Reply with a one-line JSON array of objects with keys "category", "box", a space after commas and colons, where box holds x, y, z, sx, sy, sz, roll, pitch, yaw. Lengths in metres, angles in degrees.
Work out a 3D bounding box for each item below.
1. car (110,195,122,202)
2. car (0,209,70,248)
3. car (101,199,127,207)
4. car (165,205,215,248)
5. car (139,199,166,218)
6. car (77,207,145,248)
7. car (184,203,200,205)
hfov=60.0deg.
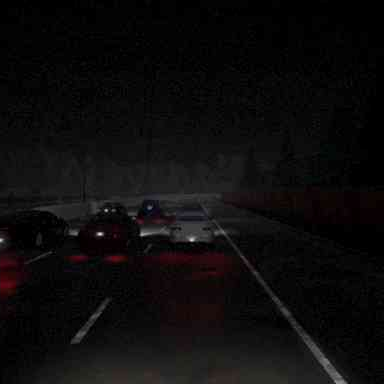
[{"category": "car", "box": [-17.500, 1.512, 76.539, 1.812, 1.442, 4.674, 0, 0, 0]}, {"category": "car", "box": [-7.000, 1.516, 14.650, 1.837, 1.490, 4.892, 0, 0, 0]}, {"category": "car", "box": [-7.000, 1.563, 29.650, 2.033, 1.411, 5.357, 0, 0, 0]}, {"category": "car", "box": [0.000, 1.532, 14.650, 1.812, 1.442, 4.674, 0, 0, 0]}, {"category": "car", "box": [-3.500, 1.366, 29.620, 2.097, 1.767, 4.553, 0, 0, 0]}, {"category": "car", "box": [-3.500, 1.572, 14.650, 1.994, 1.385, 4.181, 0, 0, 0]}, {"category": "car", "box": [0.000, 1.616, 29.680, 1.895, 1.301, 4.718, 0, 0, 0]}]
